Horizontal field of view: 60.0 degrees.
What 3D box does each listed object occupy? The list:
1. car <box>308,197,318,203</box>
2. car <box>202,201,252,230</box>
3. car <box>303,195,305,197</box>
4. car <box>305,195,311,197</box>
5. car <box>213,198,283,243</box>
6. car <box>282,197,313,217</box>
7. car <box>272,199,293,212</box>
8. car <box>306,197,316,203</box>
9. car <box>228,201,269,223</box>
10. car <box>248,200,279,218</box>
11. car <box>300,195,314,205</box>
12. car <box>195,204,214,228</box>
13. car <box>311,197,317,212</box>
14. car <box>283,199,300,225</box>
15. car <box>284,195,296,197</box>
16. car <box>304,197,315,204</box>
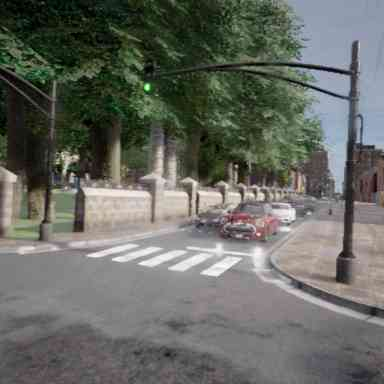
[{"bbox_3d":[31.312,2.050,85.967,2.008,1.369,4.403,4,1,24],"label":"car"},{"bbox_3d":[2.409,1.410,21.596,1.752,1.417,4.829,4,1,24],"label":"car"},{"bbox_3d":[15.719,1.557,51.150,1.967,1.590,4.097,4,1,24],"label":"car"},{"bbox_3d":[20.176,1.654,61.097,1.967,1.590,4.097,4,1,24],"label":"car"},{"bbox_3d":[2.909,1.315,16.291,2.097,1.767,4.553,3,1,23],"label":"car"},{"bbox_3d":[10.317,1.566,32.923,2.128,1.511,4.902,3,1,24],"label":"car"},{"bbox_3d":[11.252,1.612,41.205,1.802,1.307,4.206,4,1,24],"label":"car"},{"bbox_3d":[29.017,1.960,80.838,1.752,1.417,4.829,4,1,24],"label":"car"},{"bbox_3d":[4.566,1.469,26.285,2.008,1.369,4.403,4,1,24],"label":"car"},{"bbox_3d":[6.795,1.519,31.259,1.947,1.339,4.313,4,1,24],"label":"car"},{"bbox_3d":[24.641,1.636,71.043,2.192,1.841,5.009,4,1,24],"label":"car"},{"bbox_3d":[1.623,1.425,19.785,2.008,1.369,4.403,4,1,24],"label":"car"},{"bbox_3d":[14.372,1.711,41.905,1.994,1.385,4.181,3,1,24],"label":"car"},{"bbox_3d":[6.536,1.541,24.483,1.812,1.442,4.674,3,1,24],"label":"car"},{"bbox_3d":[13.497,1.388,46.174,2.192,1.841,5.009,4,1,24],"label":"car"},{"bbox_3d":[26.856,1.927,76.019,2.008,1.369,4.403,4,1,24],"label":"car"}]
